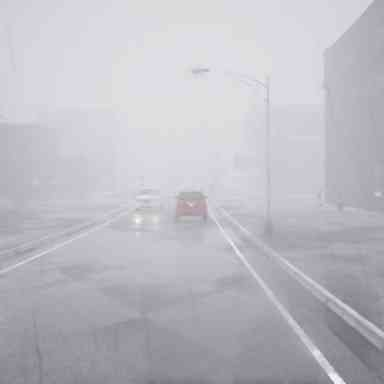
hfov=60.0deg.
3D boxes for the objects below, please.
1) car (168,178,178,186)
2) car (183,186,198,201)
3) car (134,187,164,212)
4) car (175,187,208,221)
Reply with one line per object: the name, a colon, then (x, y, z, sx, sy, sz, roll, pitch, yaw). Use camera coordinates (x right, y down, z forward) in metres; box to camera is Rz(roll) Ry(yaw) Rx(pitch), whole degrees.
car: (-4.025, -2.263, 71.483, 2.097, 1.767, 4.553, 0, 4, 0)
car: (-0.205, 0.106, 42.505, 1.882, 1.535, 5.008, 0, 4, 0)
car: (-3.811, 0.582, 30.396, 2.150, 2.045, 5.566, 0, 3, 0)
car: (-0.067, 0.856, 23.788, 2.150, 2.045, 5.566, 0, 2, 0)
